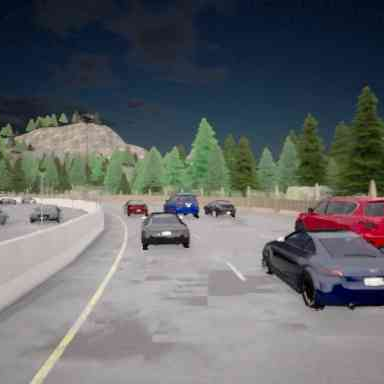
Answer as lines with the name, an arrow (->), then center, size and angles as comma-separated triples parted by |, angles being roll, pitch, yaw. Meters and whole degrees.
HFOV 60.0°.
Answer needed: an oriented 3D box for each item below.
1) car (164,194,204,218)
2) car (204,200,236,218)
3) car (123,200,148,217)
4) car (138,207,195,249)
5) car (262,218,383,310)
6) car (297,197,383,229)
car -> -1.032, 1.228, 29.666 | 2.150, 2.045, 5.566 | 0, 0, -17
car -> 2.395, 1.499, 30.243 | 1.837, 1.490, 4.892 | 0, 0, -16
car -> -5.527, 1.500, 32.125 | 1.882, 1.535, 5.008 | 0, 0, -18
car -> -1.286, 1.570, 14.842 | 1.994, 1.385, 4.181 | 0, 0, -9
car -> 3.077, 1.554, 7.881 | 1.994, 1.385, 4.181 | 0, 0, -4
car -> 6.074, 1.202, 13.068 | 2.150, 2.045, 5.566 | 0, 0, -7
